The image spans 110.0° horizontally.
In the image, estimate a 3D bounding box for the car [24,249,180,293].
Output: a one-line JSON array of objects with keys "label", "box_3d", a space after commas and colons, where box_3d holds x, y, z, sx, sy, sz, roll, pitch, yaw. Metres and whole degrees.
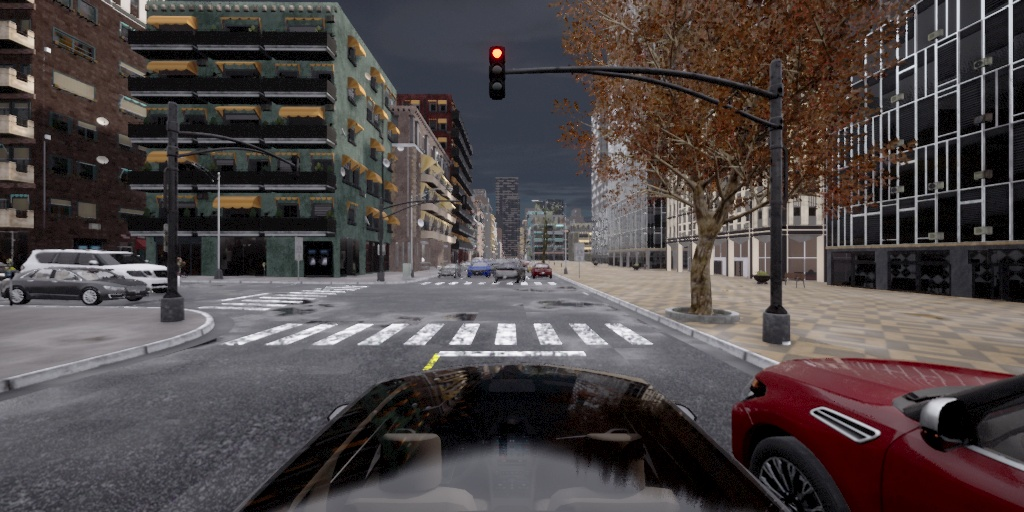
[{"label": "car", "box_3d": [-18.431, 0.746, 16.180, 5.566, 2.045, 2.150, 1, 0, -1]}]

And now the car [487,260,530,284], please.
[{"label": "car", "box_3d": [-0.118, 1.265, 27.389, 2.128, 1.511, 4.902, 0, 0, 9]}]

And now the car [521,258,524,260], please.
[{"label": "car", "box_3d": [2.669, 1.411, 60.696, 1.802, 1.307, 4.207, 0, 0, 0]}]

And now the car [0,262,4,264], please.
[{"label": "car", "box_3d": [-33.196, 0.881, 21.816, 4.403, 1.370, 2.007, 0, 0, -1]}]

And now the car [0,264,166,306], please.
[{"label": "car", "box_3d": [-16.439, 1.098, 13.611, 4.403, 1.370, 2.007, 0, 0, -1]}]

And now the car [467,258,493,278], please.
[{"label": "car", "box_3d": [-3.104, 1.260, 34.320, 1.882, 1.535, 5.008, 0, 0, 0]}]

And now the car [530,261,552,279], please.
[{"label": "car", "box_3d": [2.679, 1.326, 33.034, 1.888, 1.381, 4.507, 0, 0, 0]}]

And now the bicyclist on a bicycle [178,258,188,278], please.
[{"label": "bicyclist on a bicycle", "box_3d": [-23.177, 0.775, 24.869, 0.582, 1.620, 1.656, 1, 0, -1]}]

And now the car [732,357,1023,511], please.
[{"label": "car", "box_3d": [2.692, 1.064, 0.646, 2.192, 1.841, 5.009, 0, 0, 0]}]

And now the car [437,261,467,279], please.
[{"label": "car", "box_3d": [-5.701, 1.331, 33.031, 2.007, 1.370, 4.403, 0, 0, 0]}]
